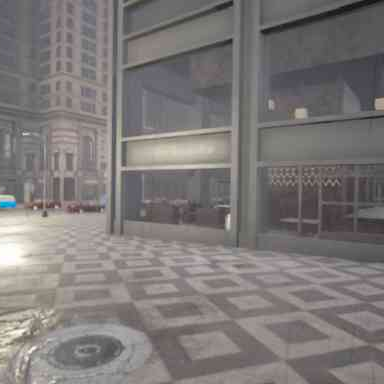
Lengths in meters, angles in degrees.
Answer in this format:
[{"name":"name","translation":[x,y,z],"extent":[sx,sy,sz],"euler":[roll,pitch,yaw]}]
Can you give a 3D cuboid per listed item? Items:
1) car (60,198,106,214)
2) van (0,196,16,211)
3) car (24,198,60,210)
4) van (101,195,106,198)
[{"name":"car","translation":[-11.528,1.654,36.361],"extent":[1.887,1.381,4.507],"euler":[1,0,35]},{"name":"van","translation":[-21.689,1.272,36.795],"extent":[1.690,1.788,3.998],"euler":[1,0,35]},{"name":"car","translation":[-18.505,1.496,41.309],"extent":[1.887,1.381,4.507],"euler":[1,0,35]},{"name":"van","translation":[-12.129,1.335,50.334],"extent":[1.690,1.788,3.998],"euler":[1,0,35]}]
